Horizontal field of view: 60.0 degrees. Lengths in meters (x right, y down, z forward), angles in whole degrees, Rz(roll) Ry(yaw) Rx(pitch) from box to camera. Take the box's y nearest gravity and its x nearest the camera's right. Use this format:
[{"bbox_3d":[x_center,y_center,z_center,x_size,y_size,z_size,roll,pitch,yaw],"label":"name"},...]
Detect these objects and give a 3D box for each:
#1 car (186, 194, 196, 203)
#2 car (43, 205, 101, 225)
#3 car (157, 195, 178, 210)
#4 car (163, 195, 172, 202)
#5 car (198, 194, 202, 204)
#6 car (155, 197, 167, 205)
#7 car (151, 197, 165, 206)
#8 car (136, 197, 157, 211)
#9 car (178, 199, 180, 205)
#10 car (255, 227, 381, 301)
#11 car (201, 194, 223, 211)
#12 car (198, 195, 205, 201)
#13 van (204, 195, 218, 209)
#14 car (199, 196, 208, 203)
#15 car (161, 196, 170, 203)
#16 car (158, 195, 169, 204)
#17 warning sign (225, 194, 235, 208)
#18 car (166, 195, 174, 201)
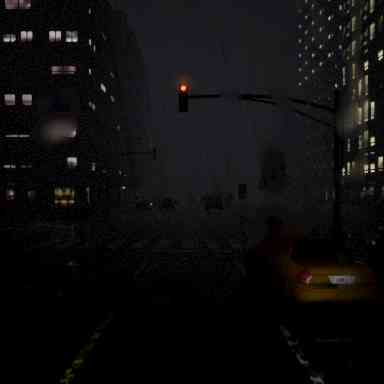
[{"bbox_3d":[-0.128,1.607,69.248,2.033,1.411,5.357,0,0,0],"label":"car"},{"bbox_3d":[-9.155,1.685,25.502,4.181,1.385,1.994,-1,1,-22],"label":"car"},{"bbox_3d":[-3.178,1.497,42.460,1.882,1.535,5.008,0,0,0],"label":"car"},{"bbox_3d":[-5.840,1.517,79.148,1.967,1.590,4.097,0,0,0],"label":"car"},{"bbox_3d":[2.570,1.362,62.583,2.192,1.841,5.009,0,0,0],"label":"car"},{"bbox_3d":[-5.809,1.592,62.567,1.887,1.381,4.507,0,0,0],"label":"car"},{"bbox_3d":[-5.799,1.589,57.041,2.008,1.369,4.403,0,0,0],"label":"car"},{"bbox_3d":[-5.767,1.568,40.461,2.008,1.369,4.403,0,0,0],"label":"car"},{"bbox_3d":[-3.187,1.642,59.131,1.895,1.301,4.718,0,0,0],"label":"car"},{"bbox_3d":[2.672,1.526,8.234,1.752,1.417,4.829,0,0,0],"label":"car"},{"bbox_3d":[2.611,1.332,40.477,2.192,1.841,5.009,0,0,0],"label":"car"},{"bbox_3d":[2.520,1.626,90.386,1.752,1.417,4.829,0,0,0],"label":"car"},{"bbox_3d":[2.601,1.364,46.003,1.690,1.788,3.998,0,0,0],"label":"van"},{"bbox_3d":[2.551,1.612,73.637,1.887,1.381,4.507,0,0,0],"label":"car"},{"bbox_3d":[-5.829,1.649,73.621,1.802,1.307,4.206,0,0,0],"label":"car"},{"bbox_3d":[-5.820,1.497,68.095,1.967,1.590,4.097,0,0,0],"label":"car"},{"bbox_3d":[4.992,1.136,43.738,1.300,1.860,1.060,0,0,0],"label":"warning sign"},{"bbox_3d":[-5.859,1.625,90.031,1.752,1.417,4.829,0,0,0],"label":"car"}]
